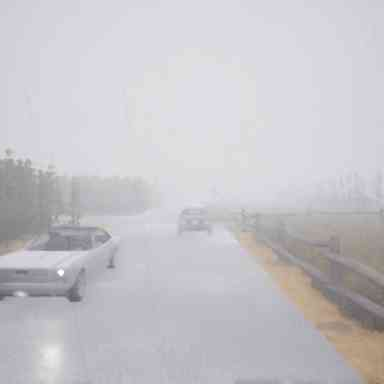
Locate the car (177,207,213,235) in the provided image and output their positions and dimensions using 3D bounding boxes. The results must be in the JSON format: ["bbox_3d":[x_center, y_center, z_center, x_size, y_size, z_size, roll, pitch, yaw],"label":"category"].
[{"bbox_3d":[0.123,1.525,18.607,2.033,1.411,5.357,0,0,-1],"label":"car"}]

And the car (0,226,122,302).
[{"bbox_3d":[-3.165,1.590,8.389,1.895,1.301,4.718,0,0,0],"label":"car"}]
